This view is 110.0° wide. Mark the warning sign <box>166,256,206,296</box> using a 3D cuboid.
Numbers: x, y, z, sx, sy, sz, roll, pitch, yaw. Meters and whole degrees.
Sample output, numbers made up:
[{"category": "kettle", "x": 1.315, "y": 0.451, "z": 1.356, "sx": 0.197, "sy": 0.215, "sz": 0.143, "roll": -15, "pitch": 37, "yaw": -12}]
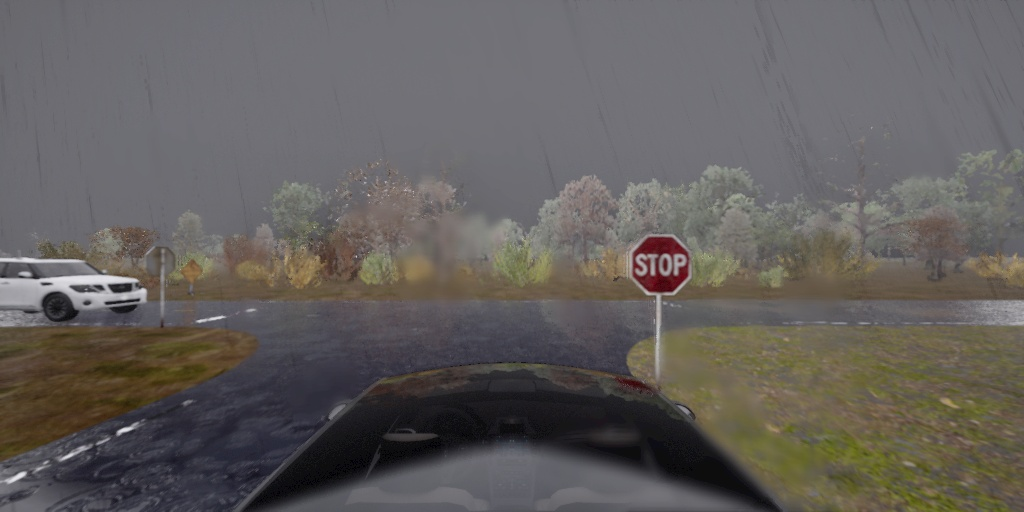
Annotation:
[{"category": "warning sign", "x": -16.239, "y": 1.056, "z": 18.141, "sx": 1.060, "sy": 1.860, "sz": 1.300, "roll": 0, "pitch": 0, "yaw": 0}]

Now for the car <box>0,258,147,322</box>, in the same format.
[{"category": "car", "x": -16.165, "y": 1.084, "z": 12.402, "sx": 5.566, "sy": 2.045, "sz": 2.150, "roll": 0, "pitch": -1, "yaw": 0}]
